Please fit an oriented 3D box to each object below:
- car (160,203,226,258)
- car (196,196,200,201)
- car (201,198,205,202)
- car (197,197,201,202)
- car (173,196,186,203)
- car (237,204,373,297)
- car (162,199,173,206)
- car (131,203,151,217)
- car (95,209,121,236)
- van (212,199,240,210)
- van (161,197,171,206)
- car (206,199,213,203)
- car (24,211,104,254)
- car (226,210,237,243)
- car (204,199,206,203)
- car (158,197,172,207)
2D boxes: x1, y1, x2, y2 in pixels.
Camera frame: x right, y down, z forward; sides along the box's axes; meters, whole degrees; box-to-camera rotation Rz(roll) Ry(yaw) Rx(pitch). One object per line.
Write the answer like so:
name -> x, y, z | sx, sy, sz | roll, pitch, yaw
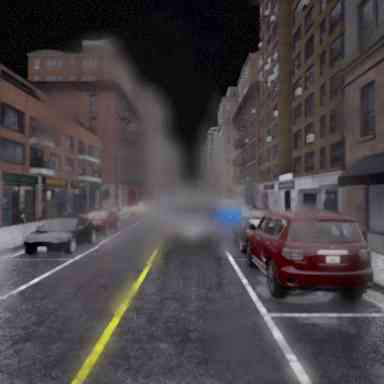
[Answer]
car -> 0.025, 1.483, 13.433 | 2.097, 1.767, 4.553 | 0, -1, 0
car -> 2.659, 2.315, 79.044 | 2.008, 1.369, 4.403 | 0, -1, 0
car -> 3.001, 1.855, 51.981 | 2.097, 1.767, 4.553 | 0, -1, 0
car -> 2.663, 2.239, 73.809 | 1.752, 1.417, 4.829 | 0, -1, 0
car -> -2.749, 2.109, 65.328 | 1.882, 1.535, 5.008 | 0, -1, 0
car -> 2.706, 1.402, 8.769 | 2.192, 1.841, 5.009 | 0, -1, 0
car -> -5.371, 2.263, 73.640 | 2.008, 1.369, 4.403 | 0, -1, 0
car -> -5.391, 1.871, 35.629 | 1.752, 1.417, 4.829 | 0, -1, 0
car -> -5.399, 1.736, 19.580 | 1.887, 1.381, 4.507 | 0, -1, 0
van -> 2.696, 1.584, 24.987 | 1.690, 1.788, 3.998 | 0, -1, 0
van -> -5.374, 2.001, 68.236 | 1.690, 1.788, 3.998 | 0, -1, 0
car -> 2.692, 1.610, 30.394 | 2.192, 1.841, 5.009 | 0, -1, 0
car -> -5.402, 1.705, 14.173 | 1.947, 1.339, 4.313 | 0, -1, 0
car -> 2.703, 1.690, 14.173 | 2.008, 1.369, 4.403 | 0, -1, 0
car -> 3.026, 1.913, 45.010 | 1.882, 1.535, 5.008 | 0, -1, 0
car -> -5.377, 2.189, 62.827 | 1.802, 1.307, 4.206 | 0, -1, 0
